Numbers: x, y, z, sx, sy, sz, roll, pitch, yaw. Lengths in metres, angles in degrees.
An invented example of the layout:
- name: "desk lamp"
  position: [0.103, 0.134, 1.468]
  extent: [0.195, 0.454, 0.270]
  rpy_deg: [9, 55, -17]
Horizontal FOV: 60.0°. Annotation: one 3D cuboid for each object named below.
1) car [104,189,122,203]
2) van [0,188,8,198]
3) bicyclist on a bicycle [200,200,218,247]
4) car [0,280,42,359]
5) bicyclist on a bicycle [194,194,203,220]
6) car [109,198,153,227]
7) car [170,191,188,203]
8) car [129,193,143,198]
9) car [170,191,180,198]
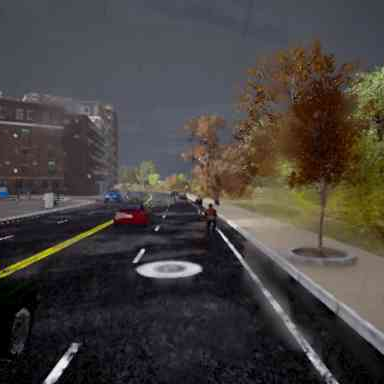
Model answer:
- name: "car"
  position: [-11.605, 0.530, 49.269]
  extent: [2.150, 2.045, 5.566]
  rpy_deg: [0, 1, -7]
- name: "van"
  position: [-33.436, 0.136, 56.528]
  extent: [3.998, 1.788, 1.690]
  rpy_deg: [0, 0, -33]
- name: "bicyclist on a bicycle"
  position: [0.740, 1.269, 12.927]
  extent: [0.582, 1.620, 1.656]
  rpy_deg: [0, 1, -1]
- name: "car"
  position: [-3.175, 1.562, 2.888]
  extent: [1.895, 1.301, 4.718]
  rpy_deg: [0, 1, 0]
- name: "bicyclist on a bicycle"
  position: [0.467, 1.047, 22.861]
  extent: [0.659, 1.776, 1.843]
  rpy_deg: [0, 1, -2]
- name: "car"
  position: [-3.503, 1.280, 20.411]
  extent: [1.994, 1.385, 4.181]
  rpy_deg: [0, 1, -2]
- name: "car"
  position: [-1.626, 0.817, 47.445]
  extent: [2.128, 1.511, 4.902]
  rpy_deg: [0, 1, -4]
- name: "car"
  position: [-8.389, 0.903, 49.963]
  extent: [2.033, 1.411, 5.357]
  rpy_deg: [0, 1, -4]
- name: "car"
  position: [-3.575, 0.486, 69.396]
  extent: [1.882, 1.535, 5.008]
  rpy_deg: [0, 1, -6]
